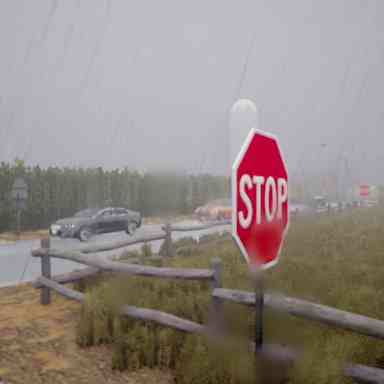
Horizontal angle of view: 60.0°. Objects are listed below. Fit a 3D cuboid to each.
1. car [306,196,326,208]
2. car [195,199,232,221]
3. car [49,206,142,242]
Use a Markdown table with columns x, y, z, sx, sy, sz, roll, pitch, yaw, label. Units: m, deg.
| x | y | z | sx | sy | sz | roll | pitch | yaw | label |
| --- | --- | --- | --- | --- | --- | --- | --- | --- | --- |
| 16.554 | 1.299 | 44.367 | 1.837 | 1.490 | 4.892 | 0 | 1 | 11 | car |
| 2.189 | 1.336 | 26.083 | 2.097 | 1.767 | 4.553 | 0 | 0 | 38 | car |
| -4.629 | 1.487 | 16.625 | 2.128 | 1.511 | 4.902 | 0 | 0 | 36 | car |
